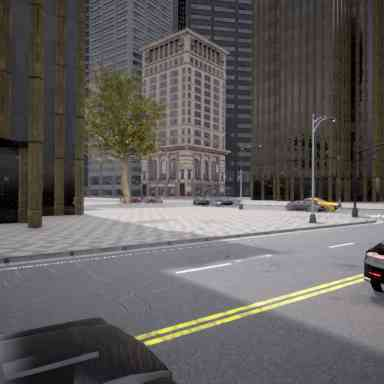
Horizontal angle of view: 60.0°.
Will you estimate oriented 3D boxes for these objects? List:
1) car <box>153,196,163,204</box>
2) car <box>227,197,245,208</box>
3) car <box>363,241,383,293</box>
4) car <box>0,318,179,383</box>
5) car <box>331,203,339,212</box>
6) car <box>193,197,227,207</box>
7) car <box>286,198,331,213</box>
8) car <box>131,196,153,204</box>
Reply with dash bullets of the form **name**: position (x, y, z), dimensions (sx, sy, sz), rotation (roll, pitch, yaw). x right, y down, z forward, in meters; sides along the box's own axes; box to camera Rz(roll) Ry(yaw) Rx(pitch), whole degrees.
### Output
- **car**: position (-7.540, 1.515, 64.112), dimensions (1.812, 1.442, 4.674), rotation (1, -1, -44)
- **car**: position (5.606, 1.472, 49.377), dimensions (2.128, 1.511, 4.902), rotation (1, 0, -41)
- **car**: position (5.852, 1.492, 7.604), dimensions (4.902, 1.511, 2.128), rotation (0, 0, -35)
- **car**: position (-2.272, 1.601, 1.822), dimensions (4.718, 1.301, 1.895), rotation (0, 0, -35)
- **car**: position (14.448, 1.463, 38.587), dimensions (1.882, 1.535, 5.008), rotation (1, 0, -38)
- **car**: position (2.217, 1.442, 48.333), dimensions (2.128, 1.511, 4.902), rotation (1, 0, -41)
- **car**: position (12.297, 1.517, 36.054), dimensions (1.994, 1.385, 4.181), rotation (1, 0, -39)
- **car**: position (-9.944, 1.521, 61.925), dimensions (1.812, 1.442, 4.674), rotation (1, -1, -44)
